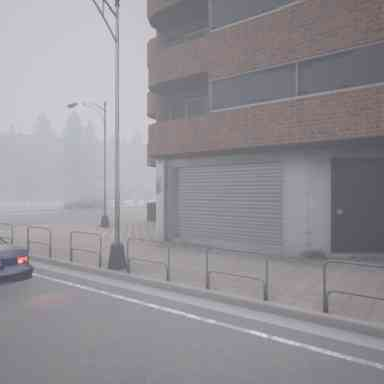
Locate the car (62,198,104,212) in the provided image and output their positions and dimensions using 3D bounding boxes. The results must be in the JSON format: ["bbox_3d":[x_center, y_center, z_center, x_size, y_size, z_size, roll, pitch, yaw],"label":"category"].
[{"bbox_3d":[-12.591,1.434,38.708,4.902,1.511,2.128,0,0,-44],"label":"car"}]

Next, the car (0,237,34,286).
[{"bbox_3d":[-6.115,1.547,8.320,5.357,1.411,2.033,0,0,36],"label":"car"}]
